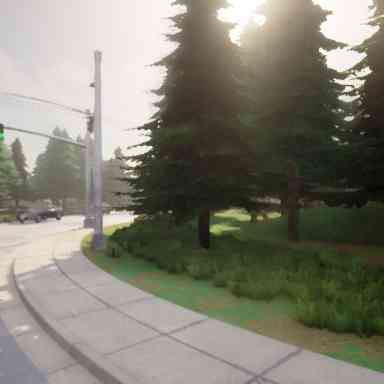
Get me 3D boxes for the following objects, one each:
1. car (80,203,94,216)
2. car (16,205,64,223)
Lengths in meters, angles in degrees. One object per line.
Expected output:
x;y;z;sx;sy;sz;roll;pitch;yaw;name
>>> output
-11.296;2.016;39.218;1.812;1.442;4.674;0;-1;13;car
-13.386;1.889;29.565;2.128;1.511;4.902;0;-1;11;car
